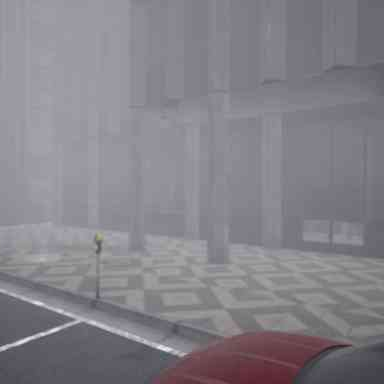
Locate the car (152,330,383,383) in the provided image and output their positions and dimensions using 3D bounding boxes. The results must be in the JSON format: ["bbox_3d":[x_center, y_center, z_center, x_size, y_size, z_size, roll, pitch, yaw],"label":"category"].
[{"bbox_3d":[1.697,1.545,1.749,4.507,1.381,1.887,0,0,36],"label":"car"}]
